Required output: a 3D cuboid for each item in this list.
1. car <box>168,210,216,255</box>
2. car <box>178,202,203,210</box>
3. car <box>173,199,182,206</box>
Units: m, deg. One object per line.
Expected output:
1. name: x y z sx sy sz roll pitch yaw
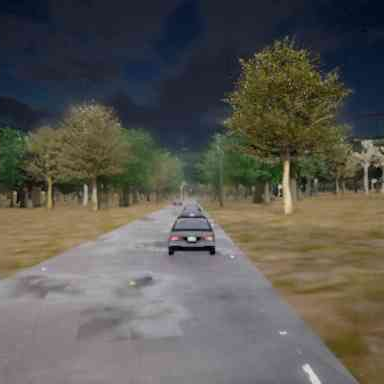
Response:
1. car: -0.007 1.685 13.941 2.033 1.411 5.357 0 -1 0
2. car: -0.011 1.857 29.221 1.994 1.385 4.181 0 -1 0
3. car: -3.039 2.233 70.976 1.882 1.535 5.008 0 -1 0
